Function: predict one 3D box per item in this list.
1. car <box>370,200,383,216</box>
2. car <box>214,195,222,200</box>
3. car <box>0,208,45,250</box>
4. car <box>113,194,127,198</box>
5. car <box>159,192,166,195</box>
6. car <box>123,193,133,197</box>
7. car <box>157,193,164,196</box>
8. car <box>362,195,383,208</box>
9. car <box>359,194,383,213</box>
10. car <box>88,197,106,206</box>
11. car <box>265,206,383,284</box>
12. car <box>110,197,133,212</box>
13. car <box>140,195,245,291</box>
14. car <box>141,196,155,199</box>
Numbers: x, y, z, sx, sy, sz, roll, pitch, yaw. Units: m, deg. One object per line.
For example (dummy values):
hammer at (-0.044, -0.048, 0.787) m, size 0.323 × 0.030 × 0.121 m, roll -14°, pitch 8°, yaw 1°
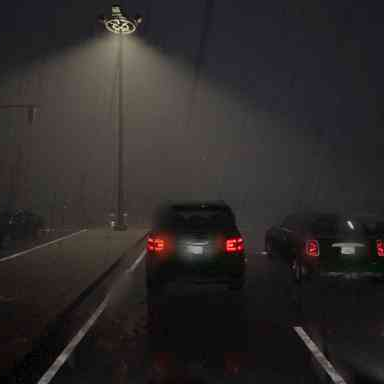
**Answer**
car at (20.725, 1.547, 32.627) m, size 5.357 × 1.411 × 2.033 m, roll 0°, pitch 0°, yaw 1°
car at (7.086, 1.552, 91.824) m, size 1.994 × 1.385 × 4.181 m, roll 0°, pitch 0°, yaw 1°
car at (-8.111, 1.507, 14.407) m, size 1.837 × 1.490 × 4.892 m, roll 0°, pitch -1°, yaw 0°
car at (-15.066, 1.601, 66.729) m, size 1.895 × 1.301 × 4.718 m, roll 0°, pitch 0°, yaw 0°
car at (-7.979, 1.027, 88.884) m, size 2.150 × 2.045 × 5.566 m, roll 0°, pitch 0°, yaw 1°
car at (-15.061, 1.225, 77.465) m, size 2.150 × 2.045 × 5.566 m, roll 0°, pitch 0°, yaw 0°
car at (-8.059, 1.540, 73.456) m, size 2.033 × 1.411 × 5.357 m, roll 0°, pitch 0°, yaw 0°
car at (7.071, 1.221, 8.849) m, size 2.150 × 2.045 × 5.566 m, roll 0°, pitch 0°, yaw 0°
car at (21.514, 1.222, 36.117) m, size 5.566 × 2.045 × 2.150 m, roll 0°, pitch 0°, yaw 1°
car at (-15.132, 1.564, 53.327) m, size 1.994 × 1.385 × 4.181 m, roll 0°, pitch 0°, yaw 0°
car at (3.571, 1.352, 9.723) m, size 2.097 × 1.767 × 4.553 m, roll 0°, pitch 0°, yaw 0°
car at (-8.131, 1.601, 38.557) m, size 1.895 × 1.301 × 4.718 m, roll 0°, pitch 0°, yaw 0°
car at (0.072, 1.221, 9.156) m, size 2.150 × 2.045 × 5.566 m, roll 0°, pitch 0°, yaw 0°
car at (-8.124, 1.490, 60.089) m, size 2.128 × 1.511 × 4.902 m, roll 0°, pitch 0°, yaw 0°
